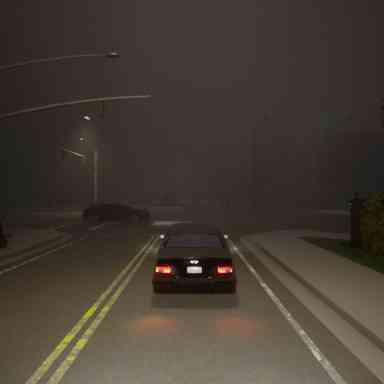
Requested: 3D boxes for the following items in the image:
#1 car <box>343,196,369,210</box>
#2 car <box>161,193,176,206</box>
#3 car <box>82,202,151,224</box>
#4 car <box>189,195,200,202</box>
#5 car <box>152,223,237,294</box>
[{"bbox_3d":[20.133,1.306,38.833,4.553,1.767,2.097,0,0,-1],"label":"car"},{"bbox_3d":[-3.713,1.221,53.947,2.150,2.045,5.566,0,0,0],"label":"car"},{"bbox_3d":[-5.502,1.533,24.369,4.892,1.490,1.837,-1,0,-1],"label":"car"},{"bbox_3d":[0.564,1.523,78.927,1.812,1.442,4.674,0,0,12],"label":"car"},{"bbox_3d":[0.054,1.547,8.913,2.033,1.411,5.357,0,0,0],"label":"car"}]
